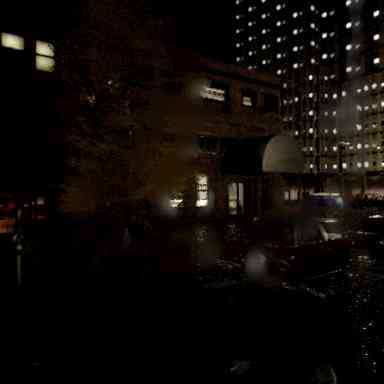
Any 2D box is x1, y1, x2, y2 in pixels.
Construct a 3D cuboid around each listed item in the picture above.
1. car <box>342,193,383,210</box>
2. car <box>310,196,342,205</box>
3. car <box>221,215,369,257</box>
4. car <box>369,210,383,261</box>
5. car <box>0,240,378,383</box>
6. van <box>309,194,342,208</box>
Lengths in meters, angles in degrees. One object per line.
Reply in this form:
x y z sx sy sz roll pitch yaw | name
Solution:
19.622 1.089 36.372 2.192 1.841 5.009 -1 0 -35 | car
20.171 1.245 50.257 1.802 1.307 4.206 -1 0 -35 | car
2.227 1.402 8.146 4.097 1.590 1.967 0 0 -35 | car
6.694 1.494 11.395 4.313 1.339 1.947 0 0 -35 | car
-0.351 1.517 3.109 4.674 1.442 1.812 0 0 -36 | car
16.456 1.107 40.920 1.690 1.788 3.998 -1 0 -35 | van
